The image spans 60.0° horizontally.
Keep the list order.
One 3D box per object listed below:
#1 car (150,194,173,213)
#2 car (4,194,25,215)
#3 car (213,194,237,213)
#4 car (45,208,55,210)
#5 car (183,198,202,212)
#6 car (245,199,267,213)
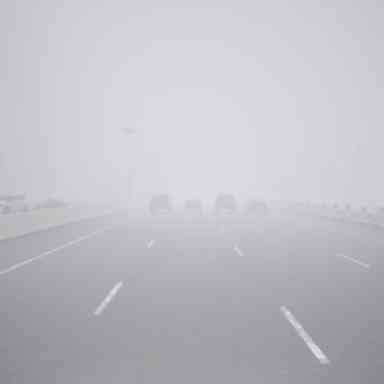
[{"bbox_3d":[-3.406,1.223,37.203,2.150,2.045,5.566,0,-1,0],"label":"car"},{"bbox_3d":[-17.593,1.192,31.518,2.150,2.045,5.566,0,-1,0],"label":"car"},{"bbox_3d":[3.605,1.220,36.901,2.150,2.045,5.566,0,0,0],"label":"car"},{"bbox_3d":[-14.087,1.467,33.226,2.128,1.511,4.902,0,0,0],"label":"car"},{"bbox_3d":[0.105,1.514,38.169,1.837,1.490,4.892,0,-1,0],"label":"car"},{"bbox_3d":[7.104,1.507,37.343,1.837,1.490,4.892,0,-1,0],"label":"car"}]
